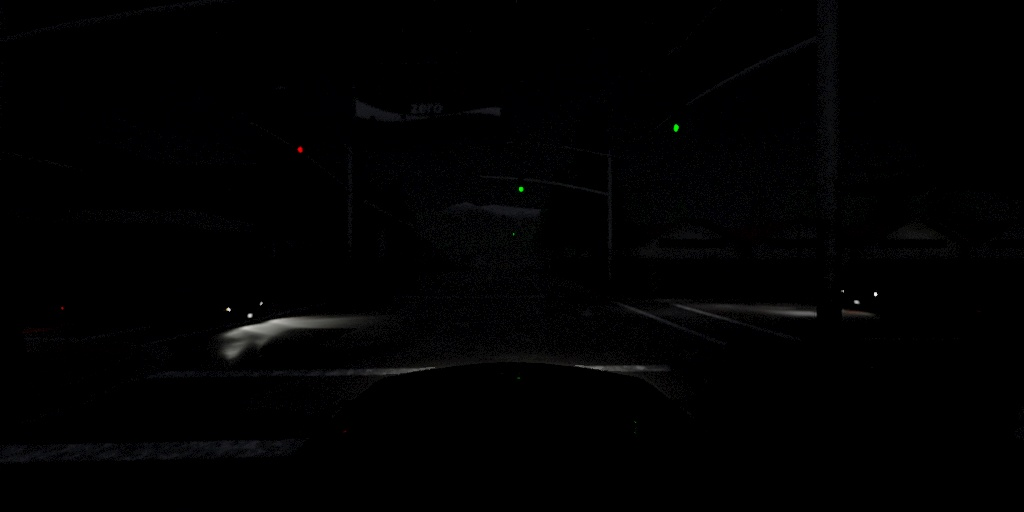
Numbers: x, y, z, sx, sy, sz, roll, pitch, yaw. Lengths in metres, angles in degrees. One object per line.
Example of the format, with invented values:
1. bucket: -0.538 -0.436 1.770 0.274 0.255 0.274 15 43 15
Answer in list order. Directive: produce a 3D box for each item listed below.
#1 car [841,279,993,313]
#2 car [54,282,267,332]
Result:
1. car: 16.600 1.616 14.970 4.718 1.301 1.895 0 0 0
2. car: -10.997 1.540 11.424 5.357 1.411 2.033 -1 0 0
